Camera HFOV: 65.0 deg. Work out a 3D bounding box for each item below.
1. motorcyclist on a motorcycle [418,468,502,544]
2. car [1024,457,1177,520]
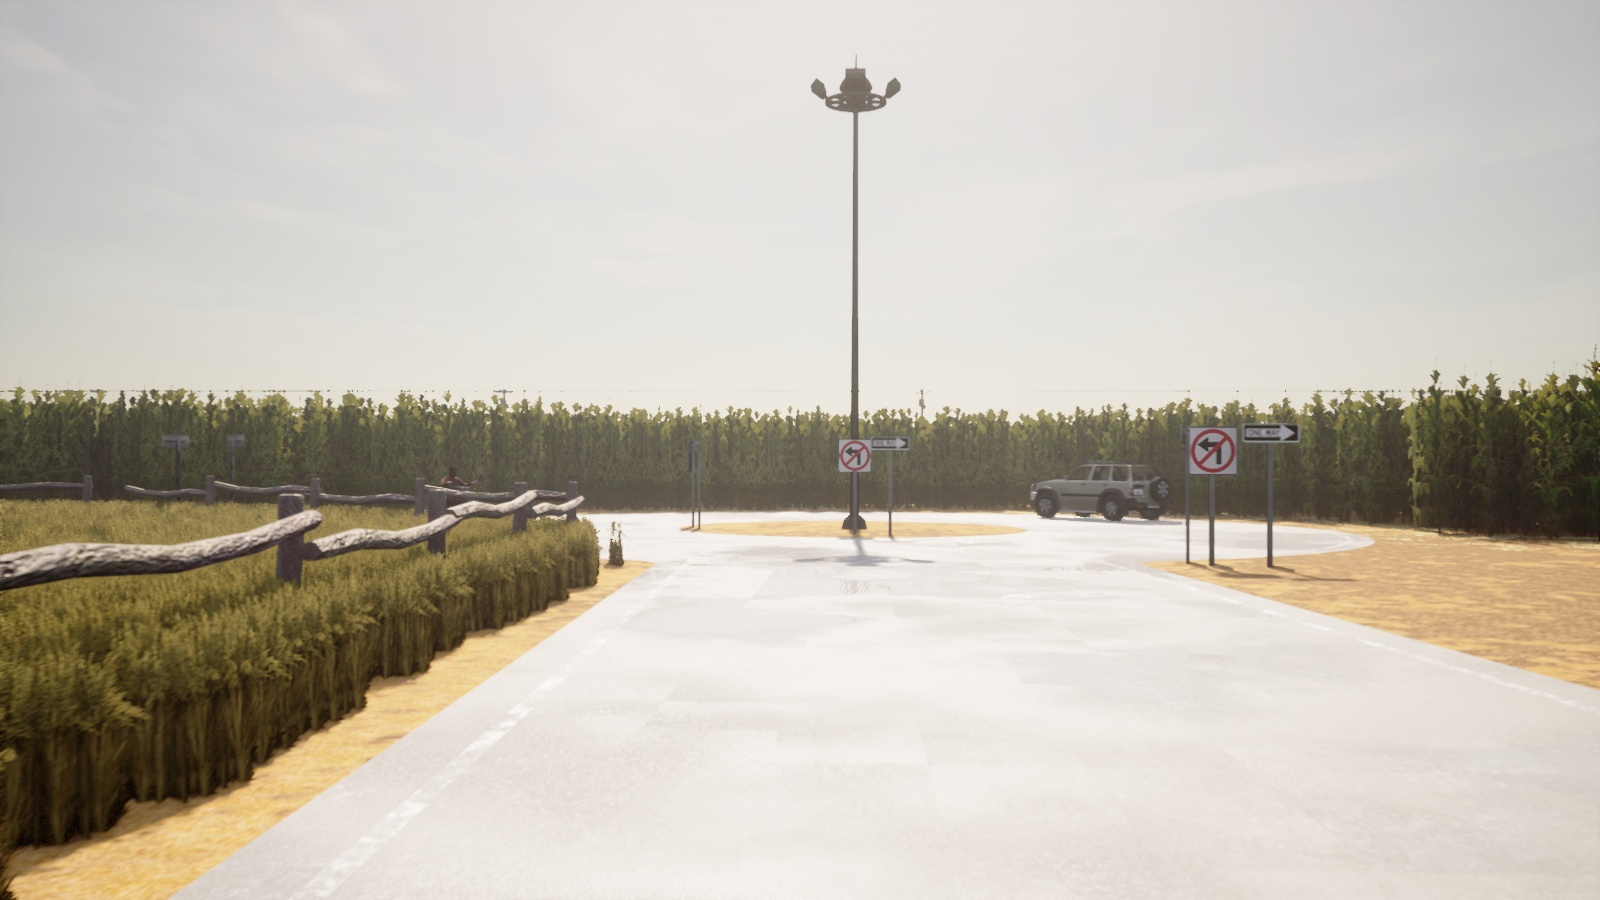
[{"bbox_3d":[-7.657,1.222,28.206,0.766,1.649,2.350,0,-1,-44],"label":"motorcyclist on a motorcycle"},{"bbox_3d":[9.340,1.190,39.393,1.932,1.855,4.605,1,-2,-33],"label":"car"}]
